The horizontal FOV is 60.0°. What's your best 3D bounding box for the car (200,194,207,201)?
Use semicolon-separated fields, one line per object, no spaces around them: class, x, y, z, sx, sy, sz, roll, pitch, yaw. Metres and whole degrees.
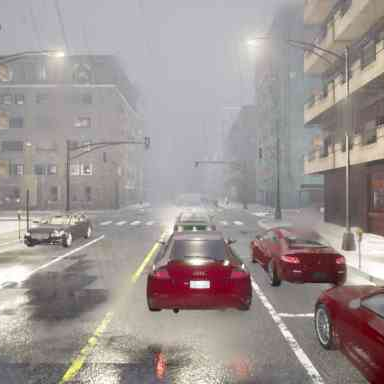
car;3.044;1.558;69.729;2.008;1.369;4.403;1;0;0

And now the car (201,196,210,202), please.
car;3.085;1.590;75.399;1.802;1.307;4.206;1;0;0

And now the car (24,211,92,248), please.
car;-5.755;1.554;14.766;2.008;1.369;4.403;1;0;0

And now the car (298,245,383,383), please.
car;2.671;1.583;3.348;1.802;1.307;4.206;1;0;0

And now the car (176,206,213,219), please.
car;0.119;1.604;16.560;1.895;1.301;4.718;0;0;0

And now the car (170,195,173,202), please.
car;-5.376;1.448;64.144;1.967;1.590;4.097;1;0;0

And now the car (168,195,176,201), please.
car;-5.210;1.554;86.826;1.887;1.381;4.507;1;0;0

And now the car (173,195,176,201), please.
car;-5.294;1.575;75.485;1.947;1.339;4.313;1;0;0

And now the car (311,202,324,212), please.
car;15.584;1.518;36.901;4.507;1.381;1.887;0;-1;1

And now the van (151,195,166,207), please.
van;-5.533;1.349;52.811;1.690;1.788;3.998;1;0;0

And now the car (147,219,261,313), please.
car;0.114;1.566;7.743;1.994;1.385;4.181;0;0;-1

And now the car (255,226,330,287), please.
car;2.676;1.584;9.019;1.802;1.307;4.206;1;0;0

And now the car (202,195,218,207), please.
car;3.014;1.558;51.141;2.008;1.369;4.403;1;0;0

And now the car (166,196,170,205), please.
car;-5.419;1.574;58.473;1.947;1.339;4.313;1;0;0

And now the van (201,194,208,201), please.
van;3.173;1.349;86.739;1.690;1.788;3.998;1;0;0

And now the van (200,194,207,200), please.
van;3.215;1.350;92.409;1.690;1.788;3.998;1;0;0
